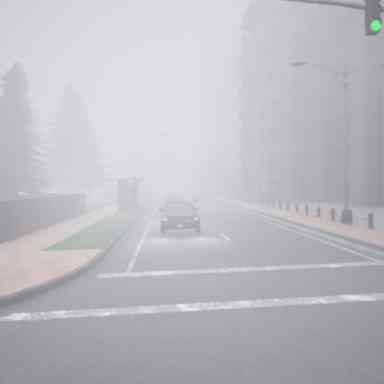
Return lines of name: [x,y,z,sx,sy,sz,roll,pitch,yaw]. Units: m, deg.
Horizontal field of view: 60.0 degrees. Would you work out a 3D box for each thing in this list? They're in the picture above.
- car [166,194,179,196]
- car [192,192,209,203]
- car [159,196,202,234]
car: [-1.358,1.073,26.025,1.895,1.301,4.718,-1,1,-4]
car: [1.037,0.640,43.025,1.994,1.385,4.181,-1,1,-4]
car: [-0.673,1.176,17.030,1.812,1.442,4.674,-1,1,-4]
